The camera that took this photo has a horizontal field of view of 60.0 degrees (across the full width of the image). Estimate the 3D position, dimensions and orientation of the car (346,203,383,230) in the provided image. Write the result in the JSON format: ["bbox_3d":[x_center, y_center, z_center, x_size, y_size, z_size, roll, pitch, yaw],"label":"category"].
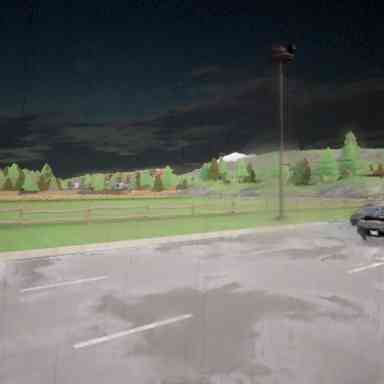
[{"bbox_3d":[11.713,1.426,20.703,4.181,1.385,1.994,0,0,-36],"label":"car"}]

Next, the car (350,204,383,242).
[{"bbox_3d":[9.201,1.391,14.612,4.902,1.511,2.128,-1,0,-36],"label":"car"}]
